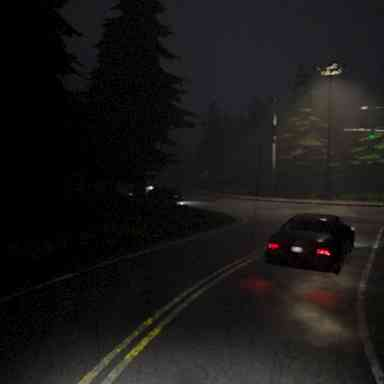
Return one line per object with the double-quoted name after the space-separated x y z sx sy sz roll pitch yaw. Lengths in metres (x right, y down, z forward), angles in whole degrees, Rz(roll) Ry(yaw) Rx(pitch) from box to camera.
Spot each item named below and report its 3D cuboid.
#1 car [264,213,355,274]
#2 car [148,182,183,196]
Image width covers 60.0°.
3.868 1.394 10.368 2.033 1.411 5.357 3 3 30 "car"
-2.534 0.082 31.117 1.994 1.385 4.181 -3 5 -35 "car"
